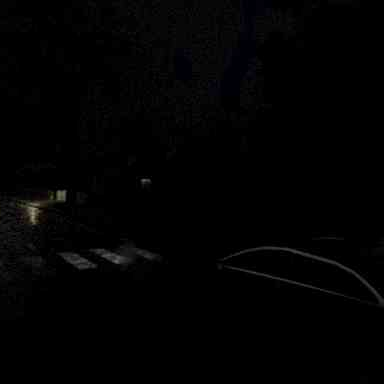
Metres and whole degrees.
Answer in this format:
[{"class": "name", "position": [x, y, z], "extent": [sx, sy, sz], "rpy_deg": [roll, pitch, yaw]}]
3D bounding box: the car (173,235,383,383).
[{"class": "car", "position": [1.555, 1.361, 4.654], "extent": [2.128, 1.511, 4.902], "rpy_deg": [-1, 2, -35]}]
